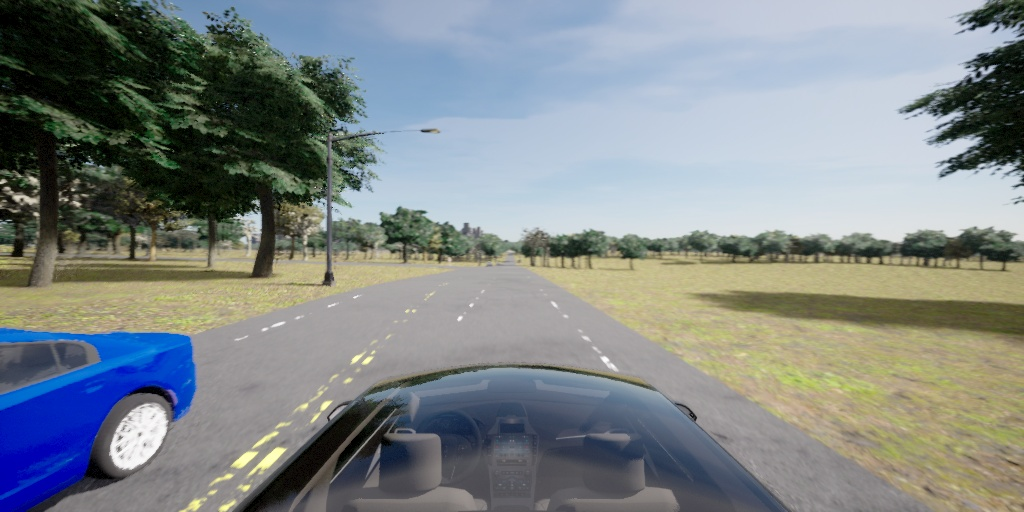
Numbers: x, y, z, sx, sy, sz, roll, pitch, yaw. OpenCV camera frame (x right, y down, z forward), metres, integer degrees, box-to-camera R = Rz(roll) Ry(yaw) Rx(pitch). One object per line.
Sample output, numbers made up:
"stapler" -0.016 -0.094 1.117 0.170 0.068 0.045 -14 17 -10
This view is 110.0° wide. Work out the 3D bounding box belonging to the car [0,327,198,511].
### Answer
"car" -4.225 1.225 1.803 1.882 1.535 5.008 0 0 -5
